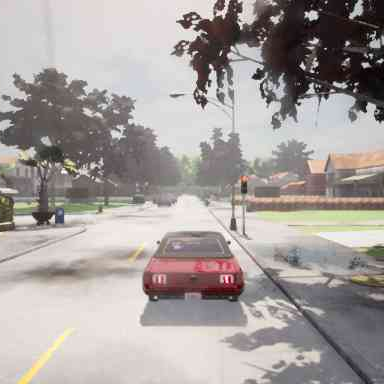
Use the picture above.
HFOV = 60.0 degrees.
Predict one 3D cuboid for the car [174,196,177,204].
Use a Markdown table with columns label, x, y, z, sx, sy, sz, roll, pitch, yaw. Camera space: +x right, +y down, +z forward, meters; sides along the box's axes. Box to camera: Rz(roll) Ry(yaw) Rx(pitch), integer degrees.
| label | x | y | z | sx | sy | sz | roll | pitch | yaw |
| --- | --- | --- | --- | --- | --- | --- | --- | --- | --- |
| car | -4.135 | 1.564 | 60.844 | 1.994 | 1.385 | 4.181 | 0 | 0 | 0 |

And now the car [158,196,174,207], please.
| label | x | y | z | sx | sy | sz | roll | pitch | yaw |
| --- | --- | --- | --- | --- | --- | --- | --- | --- | --- |
| car | -4.154 | 1.601 | 50.852 | 1.895 | 1.301 | 4.718 | 0 | 0 | 0 |

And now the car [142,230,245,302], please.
| label | x | y | z | sx | sy | sz | roll | pitch | yaw |
| --- | --- | --- | --- | --- | --- | --- | --- | --- | --- |
| car | 0.042 | 1.601 | 8.226 | 1.895 | 1.301 | 4.718 | 0 | 0 | 1 |

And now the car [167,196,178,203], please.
| label | x | y | z | sx | sy | sz | roll | pitch | yaw |
| --- | --- | --- | --- | --- | --- | --- | --- | --- | --- |
| car | -4.080 | 1.540 | 71.205 | 2.033 | 1.411 | 5.357 | 0 | 0 | 0 |
